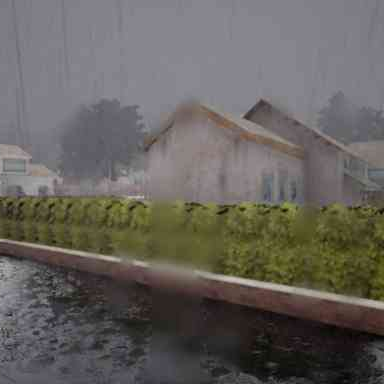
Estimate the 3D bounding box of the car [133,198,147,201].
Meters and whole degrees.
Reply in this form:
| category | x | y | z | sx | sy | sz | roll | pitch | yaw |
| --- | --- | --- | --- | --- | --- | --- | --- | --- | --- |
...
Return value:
| category | x | y | z | sx | sy | sz | roll | pitch | yaw |
| --- | --- | --- | --- | --- | --- | --- | --- | --- | --- |
| car | -7.098 | 1.559 | 43.688 | 2.033 | 1.411 | 5.357 | 0 | 0 | 36 |
